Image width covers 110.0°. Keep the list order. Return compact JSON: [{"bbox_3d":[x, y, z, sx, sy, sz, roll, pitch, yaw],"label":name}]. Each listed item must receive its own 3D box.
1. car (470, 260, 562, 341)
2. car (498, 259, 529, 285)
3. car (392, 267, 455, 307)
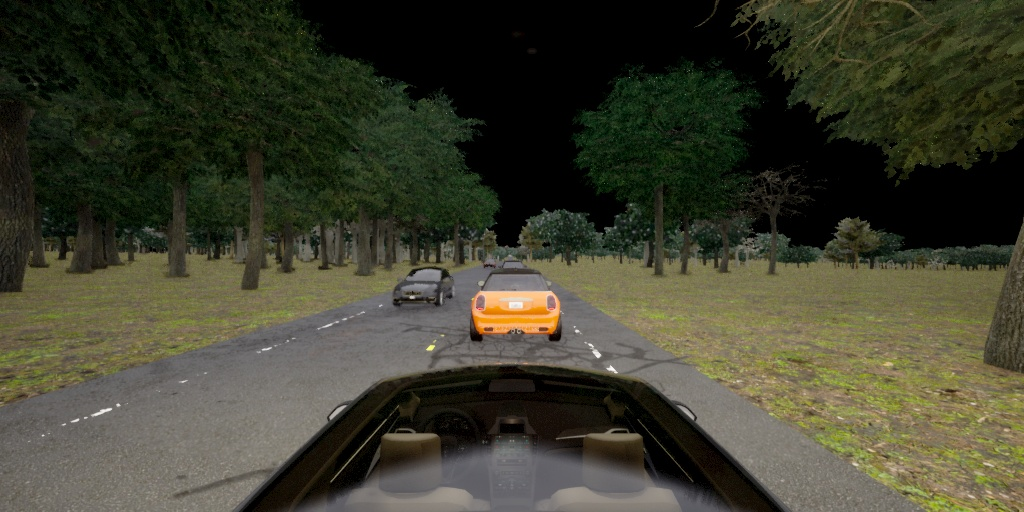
[{"bbox_3d":[0.082,1.102,10.016,2.097,1.767,4.553,0,0,0],"label":"car"},{"bbox_3d":[0.043,1.103,26.753,2.097,1.767,4.553,0,0,-1],"label":"car"},{"bbox_3d":[-3.633,1.255,15.443,1.837,1.490,4.892,0,0,0],"label":"car"}]
